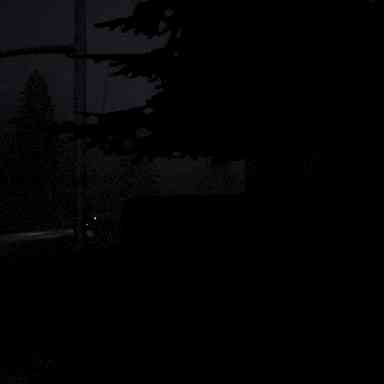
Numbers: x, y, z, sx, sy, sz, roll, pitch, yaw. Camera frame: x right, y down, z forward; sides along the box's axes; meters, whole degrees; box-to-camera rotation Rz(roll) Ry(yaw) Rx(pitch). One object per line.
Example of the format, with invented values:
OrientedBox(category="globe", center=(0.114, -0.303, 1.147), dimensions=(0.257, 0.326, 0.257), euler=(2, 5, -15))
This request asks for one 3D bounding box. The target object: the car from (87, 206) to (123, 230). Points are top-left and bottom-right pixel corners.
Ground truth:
OrientedBox(category="car", center=(-4.910, 1.585, 21.308), dimensions=(1.895, 1.301, 4.718), euler=(0, 0, 36))
